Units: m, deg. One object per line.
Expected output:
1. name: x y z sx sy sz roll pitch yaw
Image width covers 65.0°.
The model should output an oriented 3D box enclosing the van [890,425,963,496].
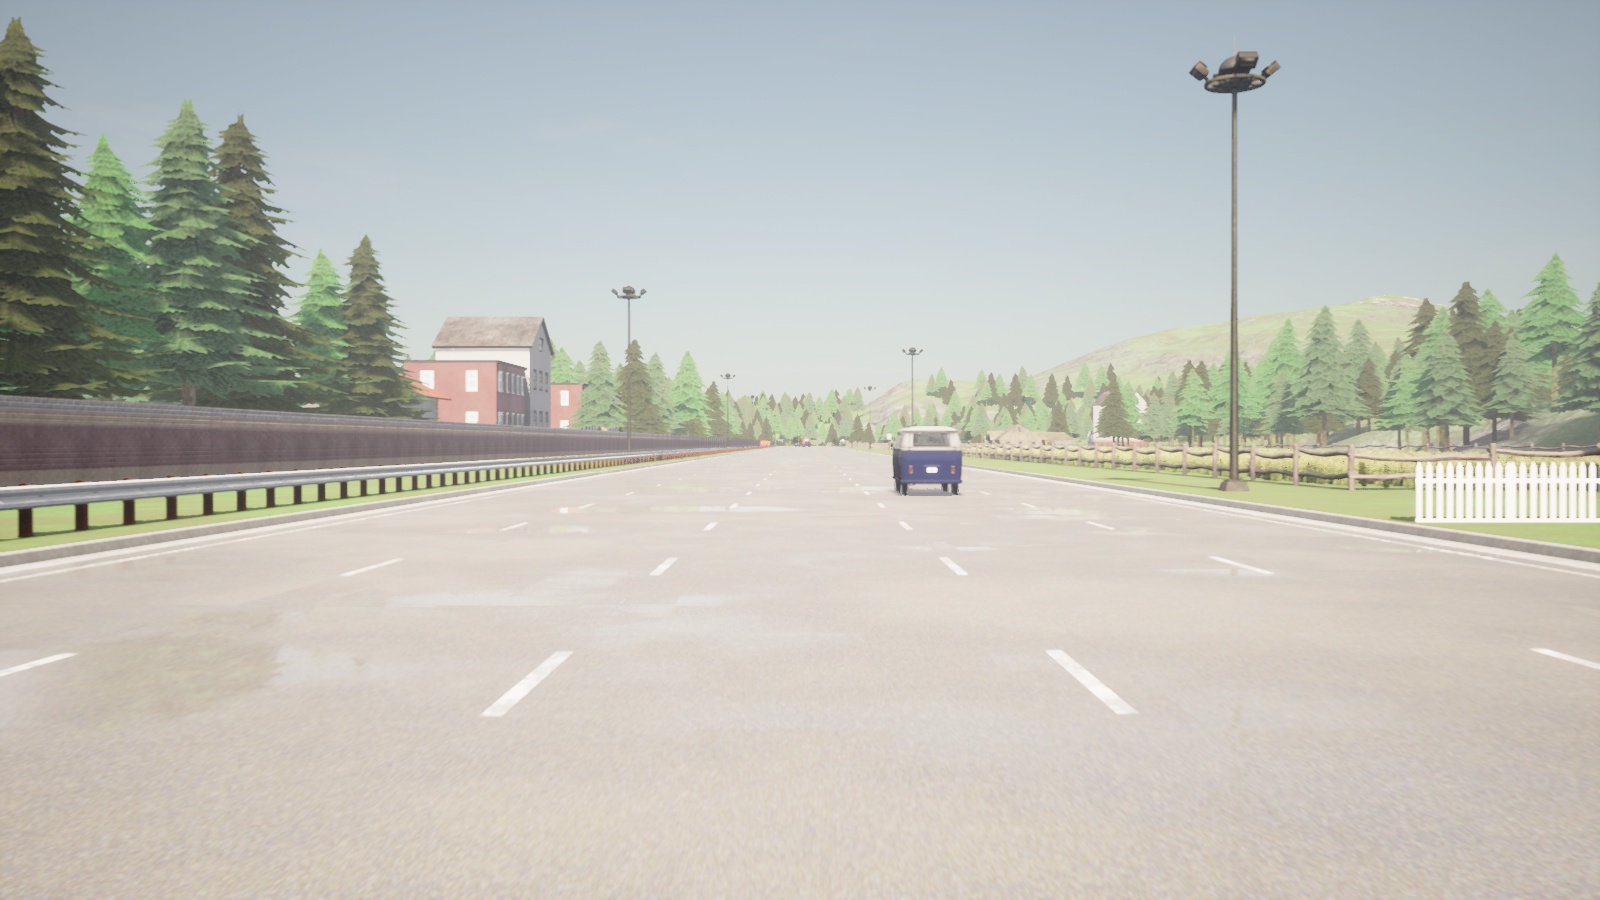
1. van: 3.733 0.290 37.624 1.775 1.987 4.442 0 0 0
